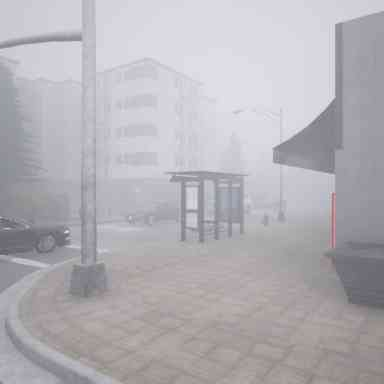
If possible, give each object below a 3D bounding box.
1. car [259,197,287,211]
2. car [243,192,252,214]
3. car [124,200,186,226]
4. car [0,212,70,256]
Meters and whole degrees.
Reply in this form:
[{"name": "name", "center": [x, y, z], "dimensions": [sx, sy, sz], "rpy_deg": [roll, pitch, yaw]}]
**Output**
[{"name": "car", "center": [9.456, 1.301, 38.604], "dimensions": [1.882, 1.535, 5.008], "rpy_deg": [0, 0, 36]}, {"name": "car", "center": [3.515, 1.045, 30.387], "dimensions": [2.150, 2.045, 5.566], "rpy_deg": [0, 0, 36]}, {"name": "car", "center": [-2.368, 1.328, 22.203], "dimensions": [1.837, 1.490, 4.892], "rpy_deg": [0, 0, 36]}, {"name": "car", "center": [-6.541, 1.398, 10.797], "dimensions": [4.892, 1.490, 1.837], "rpy_deg": [-4, 5, -37]}]
